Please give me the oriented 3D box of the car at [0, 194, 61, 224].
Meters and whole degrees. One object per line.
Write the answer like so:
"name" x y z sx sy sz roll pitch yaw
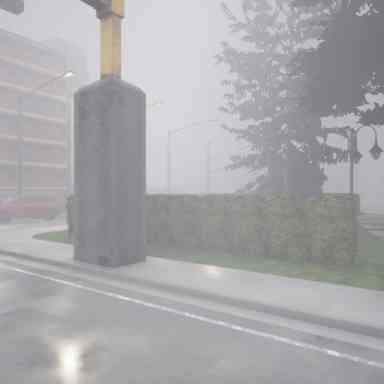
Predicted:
"car" -12.718 1.220 24.996 2.150 2.045 5.566 0 0 36
